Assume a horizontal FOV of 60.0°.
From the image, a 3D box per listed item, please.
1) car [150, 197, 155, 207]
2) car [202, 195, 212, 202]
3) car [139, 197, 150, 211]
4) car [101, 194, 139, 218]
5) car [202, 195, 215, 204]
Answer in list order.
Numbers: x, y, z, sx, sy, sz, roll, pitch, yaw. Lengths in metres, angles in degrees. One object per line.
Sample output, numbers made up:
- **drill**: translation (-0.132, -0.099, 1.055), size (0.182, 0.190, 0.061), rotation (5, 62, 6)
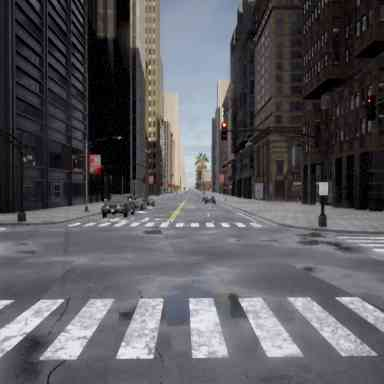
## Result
- **car**: translation (-6.677, 1.495, 50.504), size (1.994, 1.385, 4.181), rotation (0, 0, -1)
- **car**: translation (3.195, 1.414, 70.968), size (1.812, 1.442, 4.674), rotation (0, 0, 0)
- **car**: translation (-6.653, 1.454, 40.481), size (1.837, 1.490, 4.892), rotation (0, 0, 0)
- **car**: translation (-6.646, 1.189, 30.606), size (2.150, 2.045, 5.566), rotation (0, 0, 0)
- **car**: translation (3.251, 1.437, 60.504), size (1.812, 1.442, 4.674), rotation (0, 0, 0)
